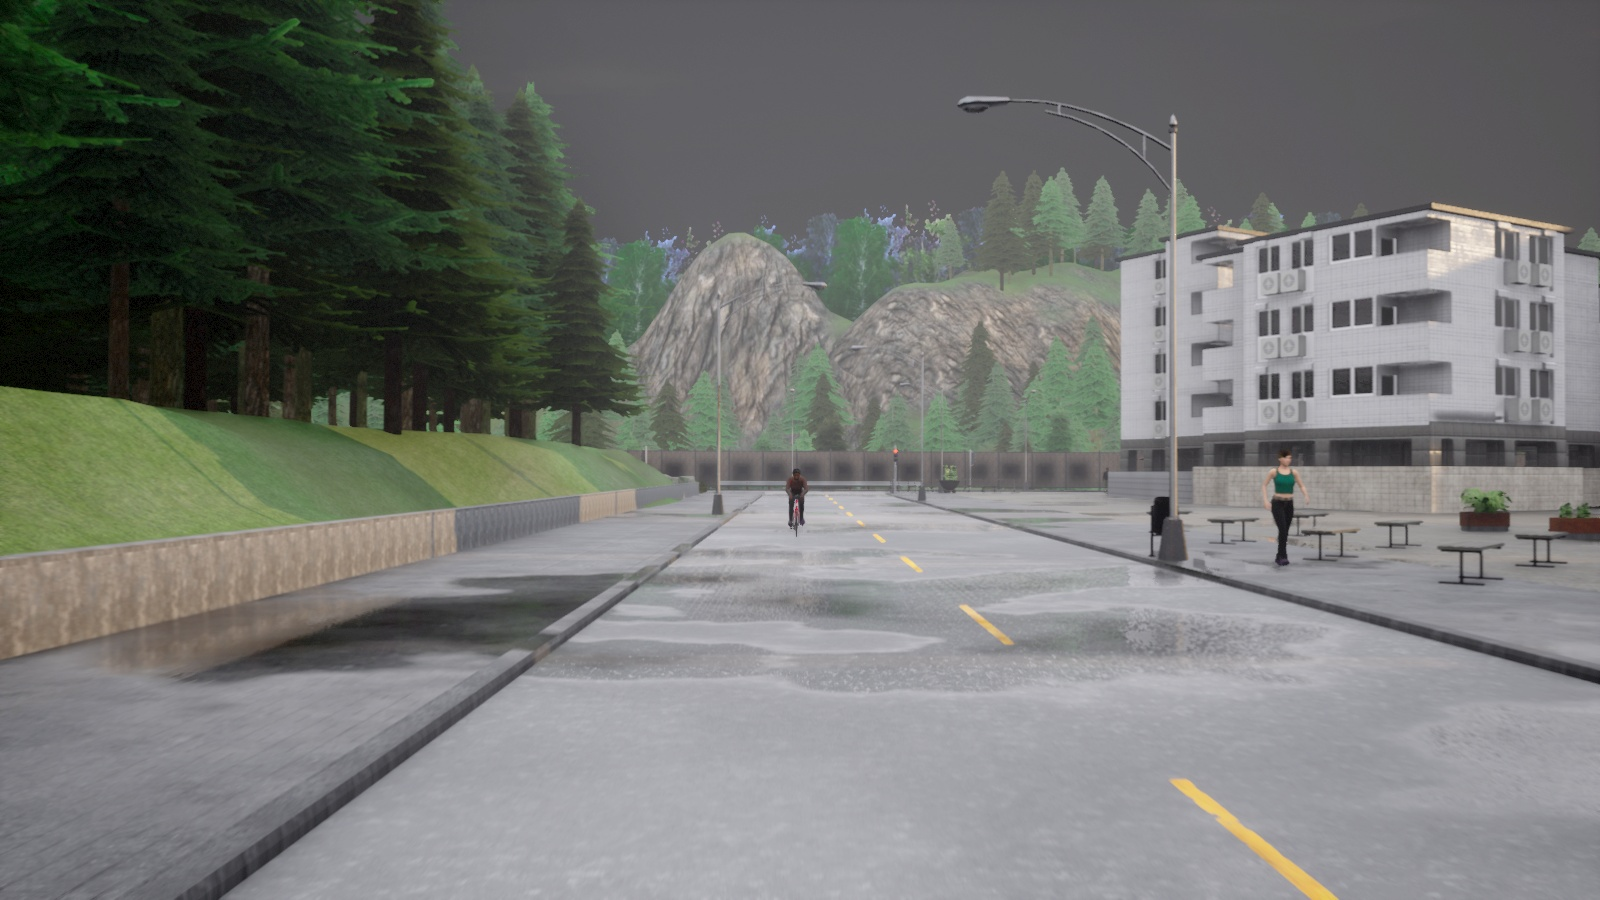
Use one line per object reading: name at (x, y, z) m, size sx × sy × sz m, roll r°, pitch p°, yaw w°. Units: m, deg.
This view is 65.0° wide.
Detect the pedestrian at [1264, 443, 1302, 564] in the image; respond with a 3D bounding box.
pedestrian at (7.475, 0.820, 19.463) m, size 0.345 × 1.836 × 0.594 m, roll 0°, pitch -1°, yaw 0°

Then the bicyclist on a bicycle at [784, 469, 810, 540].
bicyclist on a bicycle at (-0.074, 1.266, 29.787) m, size 0.582 × 1.620 × 1.656 m, roll 0°, pitch -1°, yaw 0°
